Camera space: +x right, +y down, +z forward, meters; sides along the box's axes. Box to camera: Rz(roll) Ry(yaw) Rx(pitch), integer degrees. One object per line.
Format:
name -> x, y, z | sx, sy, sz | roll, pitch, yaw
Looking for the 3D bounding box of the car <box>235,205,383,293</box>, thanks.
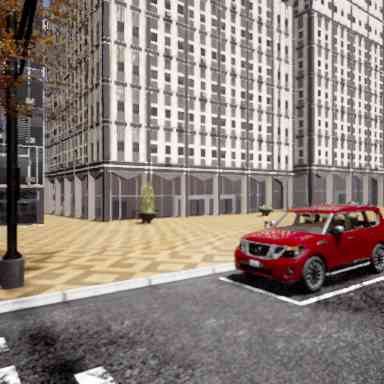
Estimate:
car -> 3.473, 1.304, 9.039 | 5.009, 1.841, 2.192 | 0, 0, -36
